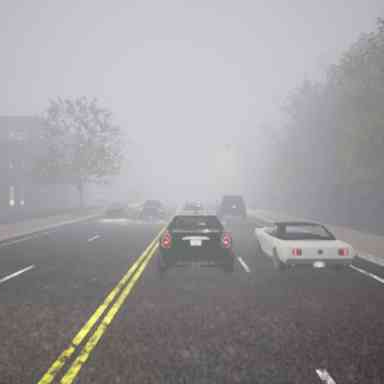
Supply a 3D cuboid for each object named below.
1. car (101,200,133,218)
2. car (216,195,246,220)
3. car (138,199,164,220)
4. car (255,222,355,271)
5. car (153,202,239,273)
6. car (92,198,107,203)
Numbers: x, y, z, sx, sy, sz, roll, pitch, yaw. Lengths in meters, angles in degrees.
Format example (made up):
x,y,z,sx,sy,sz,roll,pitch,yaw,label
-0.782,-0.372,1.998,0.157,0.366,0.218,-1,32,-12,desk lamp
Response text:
x,y,z,sx,sy,sz,roll,pitch,yaw,label
-6.609,1.634,30.326,1.994,1.385,4.181,0,0,0,car
3.350,1.289,29.160,2.150,2.045,5.566,0,0,0,car
-3.355,1.419,28.977,2.097,1.767,4.553,0,0,0,car
3.357,1.627,10.994,1.895,1.301,4.718,0,0,0,car
0.106,1.378,10.965,2.097,1.767,4.553,0,0,0,car
-20.652,2.000,76.442,4.313,1.339,1.947,-1,1,-1,car
